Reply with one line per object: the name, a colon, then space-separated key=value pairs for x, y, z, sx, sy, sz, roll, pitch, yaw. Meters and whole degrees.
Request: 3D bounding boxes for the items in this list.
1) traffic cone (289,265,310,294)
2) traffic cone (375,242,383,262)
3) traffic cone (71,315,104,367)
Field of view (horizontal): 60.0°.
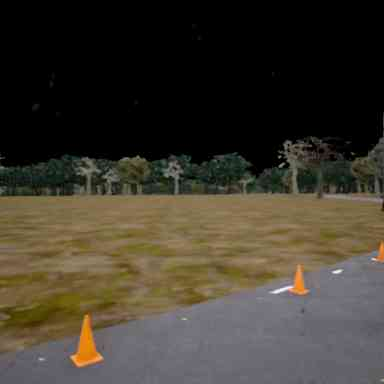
traffic cone: x=2.419 y=1.940 z=7.490 sx=0.340 sy=0.580 sz=0.340 roll=0 pitch=0 yaw=-39
traffic cone: x=6.101 y=1.914 z=10.660 sx=0.340 sy=0.580 sz=0.340 roll=0 pitch=0 yaw=-42
traffic cone: x=-1.423 y=1.967 z=4.516 sx=0.340 sy=0.580 sz=0.340 roll=0 pitch=0 yaw=-36
